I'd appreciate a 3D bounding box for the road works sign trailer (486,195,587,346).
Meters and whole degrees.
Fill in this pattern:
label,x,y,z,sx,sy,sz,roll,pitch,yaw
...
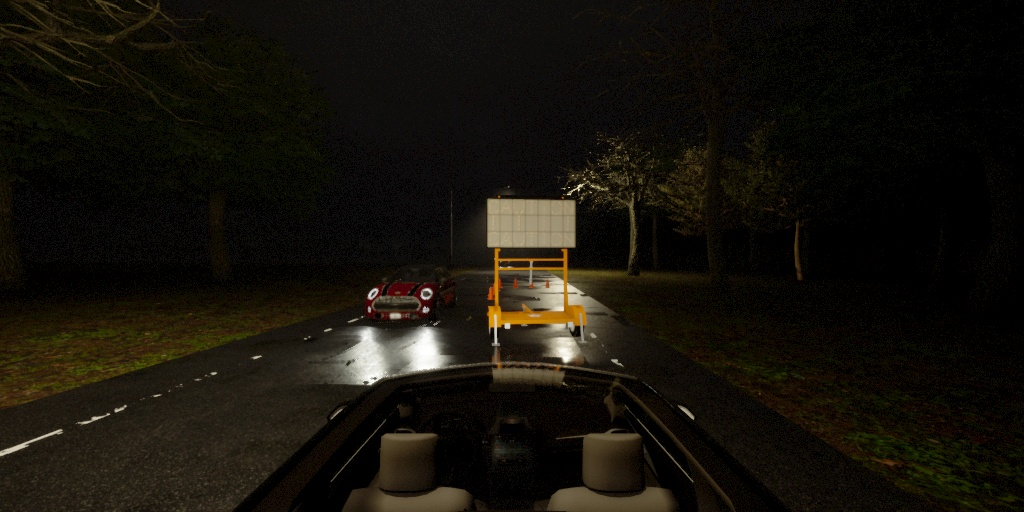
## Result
label,x,y,z,sx,sy,sz,roll,pitch,yaw
road works sign trailer,0.490,0.212,9.520,2.380,3.560,2.880,0,0,-6

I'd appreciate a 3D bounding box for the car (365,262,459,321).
label,x,y,z,sx,sy,sz,roll,pitch,yaw
car,-3.215,1.099,12.347,2.097,1.767,4.553,0,0,2
